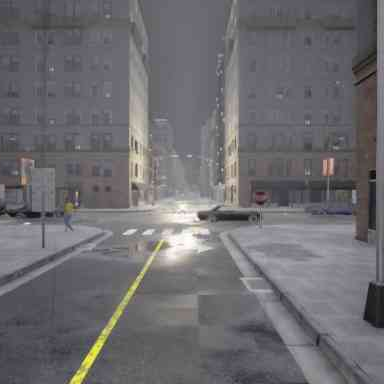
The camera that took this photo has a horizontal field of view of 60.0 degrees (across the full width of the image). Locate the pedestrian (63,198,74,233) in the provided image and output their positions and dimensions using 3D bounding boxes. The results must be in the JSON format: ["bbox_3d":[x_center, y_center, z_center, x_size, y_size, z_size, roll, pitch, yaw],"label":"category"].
[{"bbox_3d":[-6.348,1.142,17.202,0.375,1.860,0.375,0,0,0],"label":"pedestrian"}]

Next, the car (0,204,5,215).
[{"bbox_3d":[-19.746,1.506,30.585,5.008,1.535,1.882,0,0,0],"label":"car"}]

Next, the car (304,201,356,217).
[{"bbox_3d":[13.234,1.529,30.580,5.357,1.411,2.033,0,0,0],"label":"car"}]

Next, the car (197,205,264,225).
[{"bbox_3d":[2.698,1.602,23.878,4.718,1.301,1.895,0,0,0],"label":"car"}]

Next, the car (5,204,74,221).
[{"bbox_3d":[-12.172,1.620,27.132,4.718,1.301,1.895,0,0,0],"label":"car"}]
